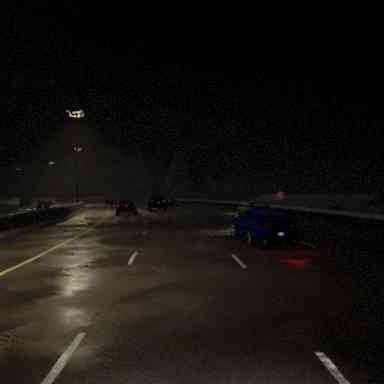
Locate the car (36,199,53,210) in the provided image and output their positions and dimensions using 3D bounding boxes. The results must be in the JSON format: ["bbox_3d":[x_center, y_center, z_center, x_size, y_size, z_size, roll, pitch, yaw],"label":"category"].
[{"bbox_3d":[-21.875,1.840,49.487,2.128,1.511,4.902,-1,0,-17],"label":"car"}]

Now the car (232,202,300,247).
[{"bbox_3d":[3.115,1.433,15.003,1.882,1.535,5.008,0,0,-5],"label":"car"}]

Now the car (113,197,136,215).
[{"bbox_3d":[-7.179,1.472,36.007,2.097,1.767,4.553,-1,0,-13],"label":"car"}]

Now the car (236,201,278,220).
[{"bbox_3d":[5.394,1.524,28.307,1.895,1.301,4.718,-1,0,-10],"label":"car"}]

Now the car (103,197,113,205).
[{"bbox_3d":[-15.925,1.753,64.184,2.128,1.511,4.902,-1,0,-23],"label":"car"}]

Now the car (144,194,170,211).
[{"bbox_3d":[-4.660,1.301,41.673,2.150,2.045,5.566,0,0,-16],"label":"car"}]

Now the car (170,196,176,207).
[{"bbox_3d":[-3.930,1.424,51.542,2.097,1.767,4.553,-1,0,-18],"label":"car"}]

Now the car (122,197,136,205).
[{"bbox_3d":[-12.375,1.732,64.840,1.812,1.442,4.674,-1,0,-23],"label":"car"}]
